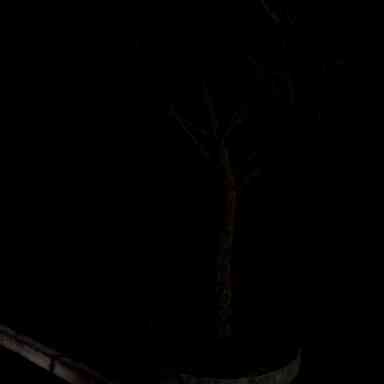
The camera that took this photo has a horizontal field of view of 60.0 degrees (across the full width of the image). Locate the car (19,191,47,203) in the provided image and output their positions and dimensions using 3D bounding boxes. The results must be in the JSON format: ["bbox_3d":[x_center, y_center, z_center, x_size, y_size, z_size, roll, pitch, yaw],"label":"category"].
[{"bbox_3d":[-20.020,0.923,40.784,2.150,2.045,5.566,1,0,32],"label":"car"}]
